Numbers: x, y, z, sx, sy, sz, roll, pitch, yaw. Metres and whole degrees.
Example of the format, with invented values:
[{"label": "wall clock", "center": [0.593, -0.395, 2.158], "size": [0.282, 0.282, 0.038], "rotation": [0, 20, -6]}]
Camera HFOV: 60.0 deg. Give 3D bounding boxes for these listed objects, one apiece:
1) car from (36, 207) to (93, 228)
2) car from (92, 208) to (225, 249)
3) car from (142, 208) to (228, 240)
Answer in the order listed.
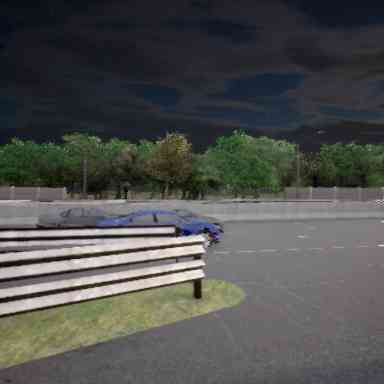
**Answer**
[{"label": "car", "center": [-6.176, 1.616, 19.565], "size": [5.357, 1.411, 2.033], "rotation": [0, -1, -13]}, {"label": "car", "center": [-1.296, 1.477, 13.498], "size": [5.008, 1.535, 1.882], "rotation": [0, -1, -13]}, {"label": "car", "center": [-0.422, 1.595, 17.286], "size": [4.181, 1.385, 1.994], "rotation": [0, -1, -13]}]
